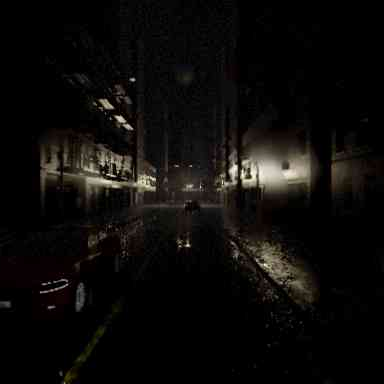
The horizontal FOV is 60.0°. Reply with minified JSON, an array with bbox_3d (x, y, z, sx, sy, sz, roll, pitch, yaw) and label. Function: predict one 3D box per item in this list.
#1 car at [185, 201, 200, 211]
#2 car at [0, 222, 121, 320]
[{"bbox_3d":[0.092,1.874,45.046,1.994,1.385,4.181,0,-1,0],"label":"car"},{"bbox_3d":[-3.002,1.531,7.795,1.882,1.535,5.008,0,0,0],"label":"car"}]
